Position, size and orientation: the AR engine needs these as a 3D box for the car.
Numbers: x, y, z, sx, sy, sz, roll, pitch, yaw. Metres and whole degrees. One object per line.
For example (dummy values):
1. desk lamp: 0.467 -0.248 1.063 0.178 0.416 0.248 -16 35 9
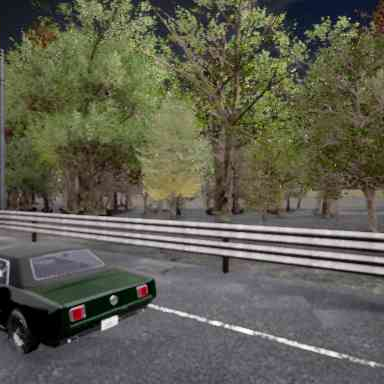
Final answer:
1. car: -2.997 1.627 6.145 4.718 1.301 1.895 0 0 36
